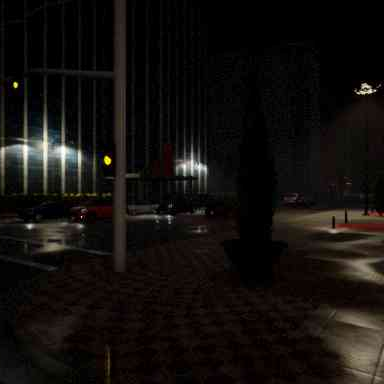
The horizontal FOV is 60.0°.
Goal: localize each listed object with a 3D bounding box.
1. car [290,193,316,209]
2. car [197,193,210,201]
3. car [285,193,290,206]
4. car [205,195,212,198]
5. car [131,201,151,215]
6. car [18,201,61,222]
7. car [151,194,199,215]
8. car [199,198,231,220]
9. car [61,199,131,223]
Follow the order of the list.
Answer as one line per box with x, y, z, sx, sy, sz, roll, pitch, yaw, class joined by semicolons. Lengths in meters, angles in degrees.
15.789;1.351;46.539;2.097;1.767;4.553;0;0;35;car
0.610;1.218;43.445;2.150;2.045;5.566;0;0;35;car
16.898;1.218;54.247;2.150;2.045;5.566;0;0;35;car
4.179;1.489;42.442;2.128;1.511;4.902;0;0;35;car
-5.525;1.598;34.674;1.895;1.301;4.718;0;0;35;car
-11.190;1.474;26.550;1.882;1.535;5.008;0;0;35;car
-1.663;1.349;34.086;2.097;1.767;4.553;0;0;35;car
3.005;1.476;28.199;1.882;1.535;5.008;0;0;35;car
-7.355;1.349;25.927;2.097;1.767;4.553;0;0;35;car
